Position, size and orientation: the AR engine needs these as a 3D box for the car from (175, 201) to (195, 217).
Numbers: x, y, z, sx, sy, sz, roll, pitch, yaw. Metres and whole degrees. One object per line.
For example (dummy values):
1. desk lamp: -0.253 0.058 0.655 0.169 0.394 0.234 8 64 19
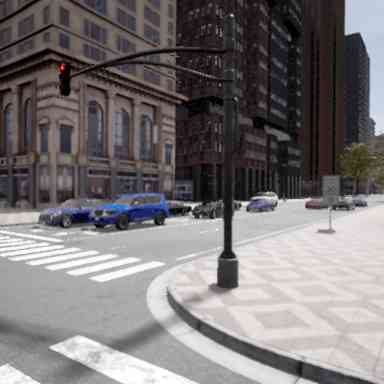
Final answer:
1. car: -2.134 1.462 28.507 1.895 1.301 4.718 1 0 35

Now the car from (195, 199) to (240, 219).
1. car: 1.906 1.392 28.581 1.837 1.490 4.892 1 0 35

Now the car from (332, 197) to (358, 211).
1. car: 18.341 1.424 40.274 1.837 1.490 4.892 1 0 36

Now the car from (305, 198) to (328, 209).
1. car: 15.926 1.454 42.492 1.994 1.385 4.181 1 0 37

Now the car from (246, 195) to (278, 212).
1. car: 7.592 1.400 36.591 1.812 1.442 4.674 1 0 36

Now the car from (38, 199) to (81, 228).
1. car: -7.330 1.225 21.176 2.097 1.767 4.553 1 0 35

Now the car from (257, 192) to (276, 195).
1. car: 9.863 1.055 45.328 2.150 2.045 5.566 1 0 35

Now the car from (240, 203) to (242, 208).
1. car: 3.625 1.449 36.618 1.895 1.301 4.718 1 0 35

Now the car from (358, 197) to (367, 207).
1. car: 24.340 1.467 48.811 1.994 1.385 4.181 1 0 35

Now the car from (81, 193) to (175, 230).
1. car: -3.724 1.121 20.661 2.150 2.045 5.566 1 0 34
